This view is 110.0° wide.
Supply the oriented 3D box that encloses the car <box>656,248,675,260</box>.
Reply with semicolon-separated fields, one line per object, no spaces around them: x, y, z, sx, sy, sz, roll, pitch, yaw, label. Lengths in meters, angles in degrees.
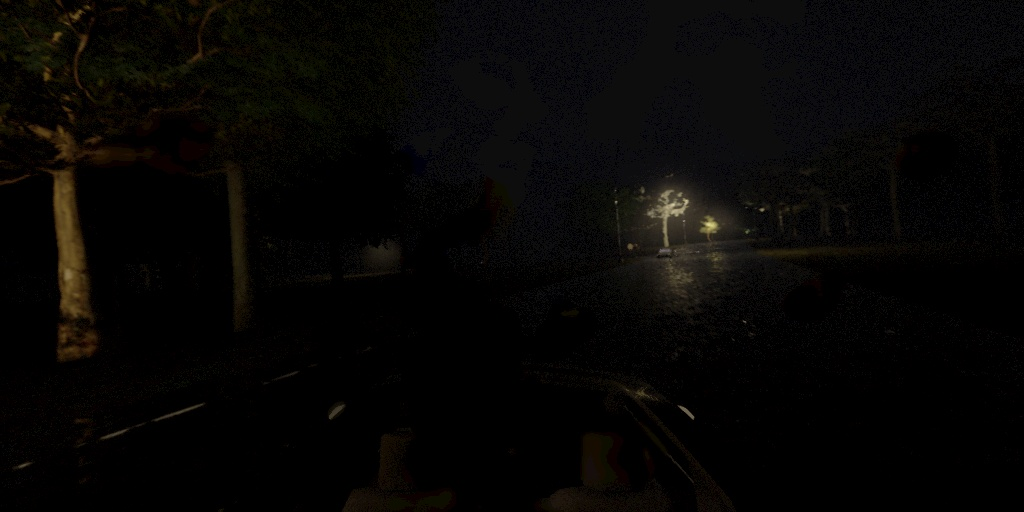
20.397;-0.283;47.521;2.033;1.411;5.357;-4;0;31;car
